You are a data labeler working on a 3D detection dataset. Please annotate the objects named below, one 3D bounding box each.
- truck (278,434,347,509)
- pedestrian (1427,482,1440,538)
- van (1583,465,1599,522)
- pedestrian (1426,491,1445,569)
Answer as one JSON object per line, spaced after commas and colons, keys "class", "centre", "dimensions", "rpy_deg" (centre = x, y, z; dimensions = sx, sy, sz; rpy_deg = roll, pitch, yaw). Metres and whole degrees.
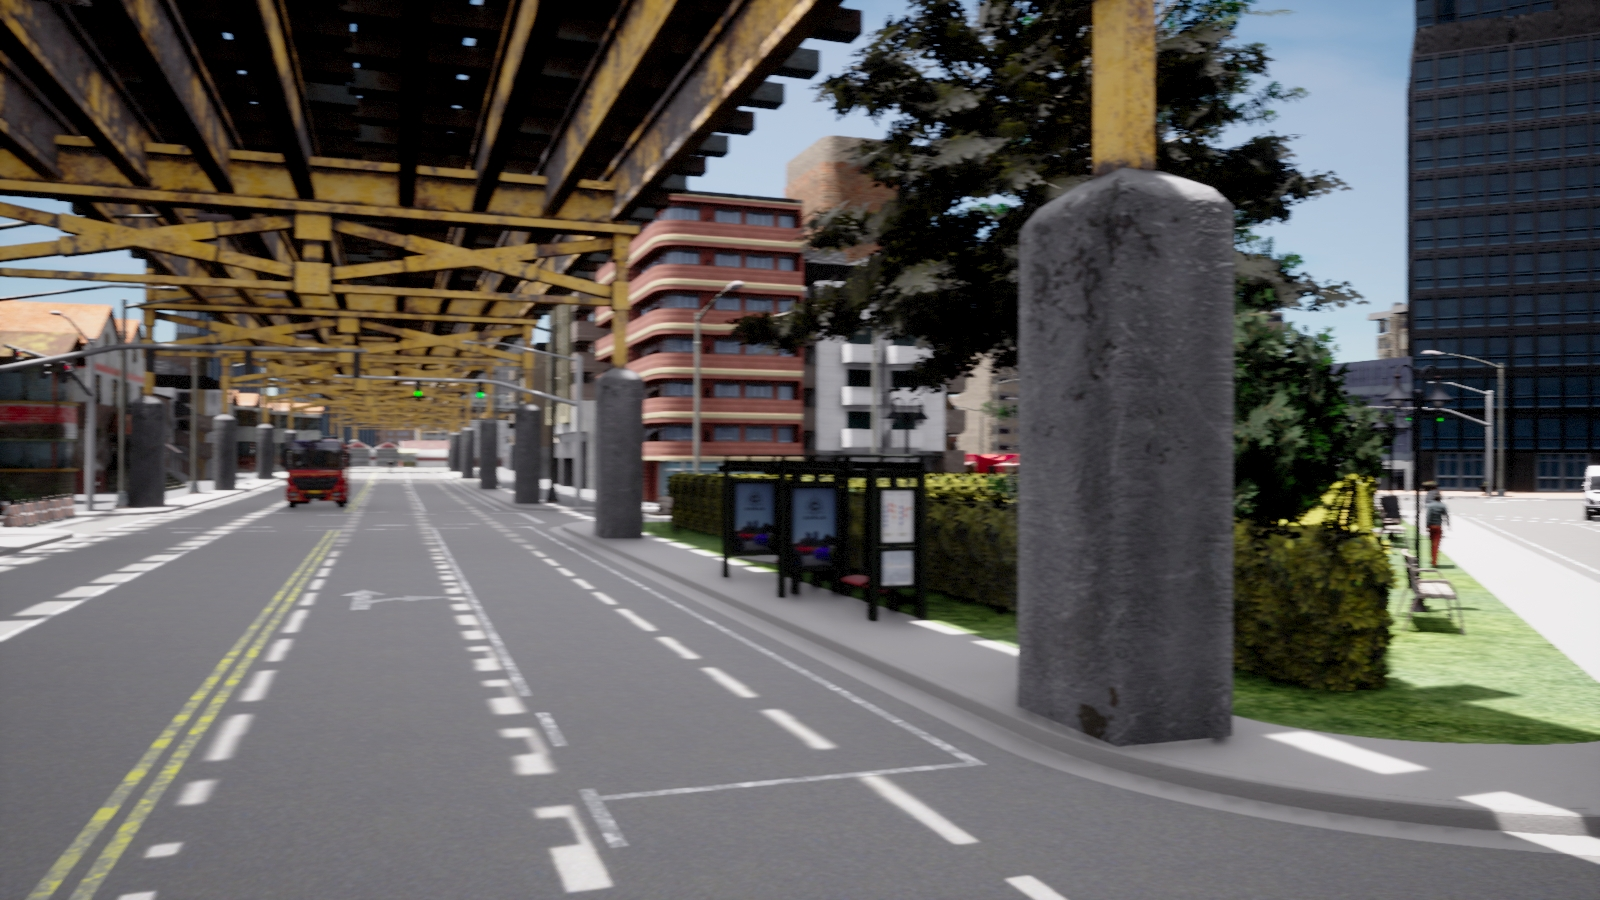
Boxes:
{"class": "truck", "centre": [-26.419, 1.117, 62.237], "dimensions": [2.891, 3.827, 8.468], "rpy_deg": [0, 0, -20]}
{"class": "pedestrian", "centre": [21.463, 2.024, 38.701], "dimensions": [0.375, 1.860, 0.375], "rpy_deg": [0, 0, 28]}
{"class": "van", "centre": [38.319, 2.015, 54.045], "dimensions": [1.988, 2.561, 5.915], "rpy_deg": [0, -1, 34]}
{"class": "pedestrian", "centre": [15.452, 1.935, 27.790], "dimensions": [0.375, 1.860, 0.375], "rpy_deg": [0, 0, 32]}
